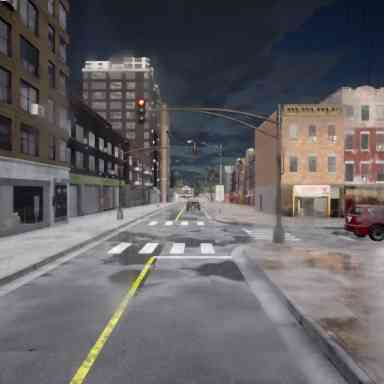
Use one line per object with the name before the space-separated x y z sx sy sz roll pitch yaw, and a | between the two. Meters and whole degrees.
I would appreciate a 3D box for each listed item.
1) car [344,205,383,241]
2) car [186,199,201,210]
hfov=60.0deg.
car | 10.843 1.641 17.854 5.009 1.841 2.192 1 -1 0
car | 0.176 1.822 47.874 1.837 1.490 4.892 0 -1 0
